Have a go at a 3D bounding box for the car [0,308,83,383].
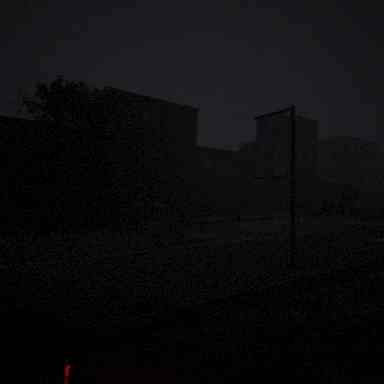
[{"bbox_3d":[-3.019,1.489,1.491,4.902,1.511,2.128,0,0,-35],"label":"car"}]
